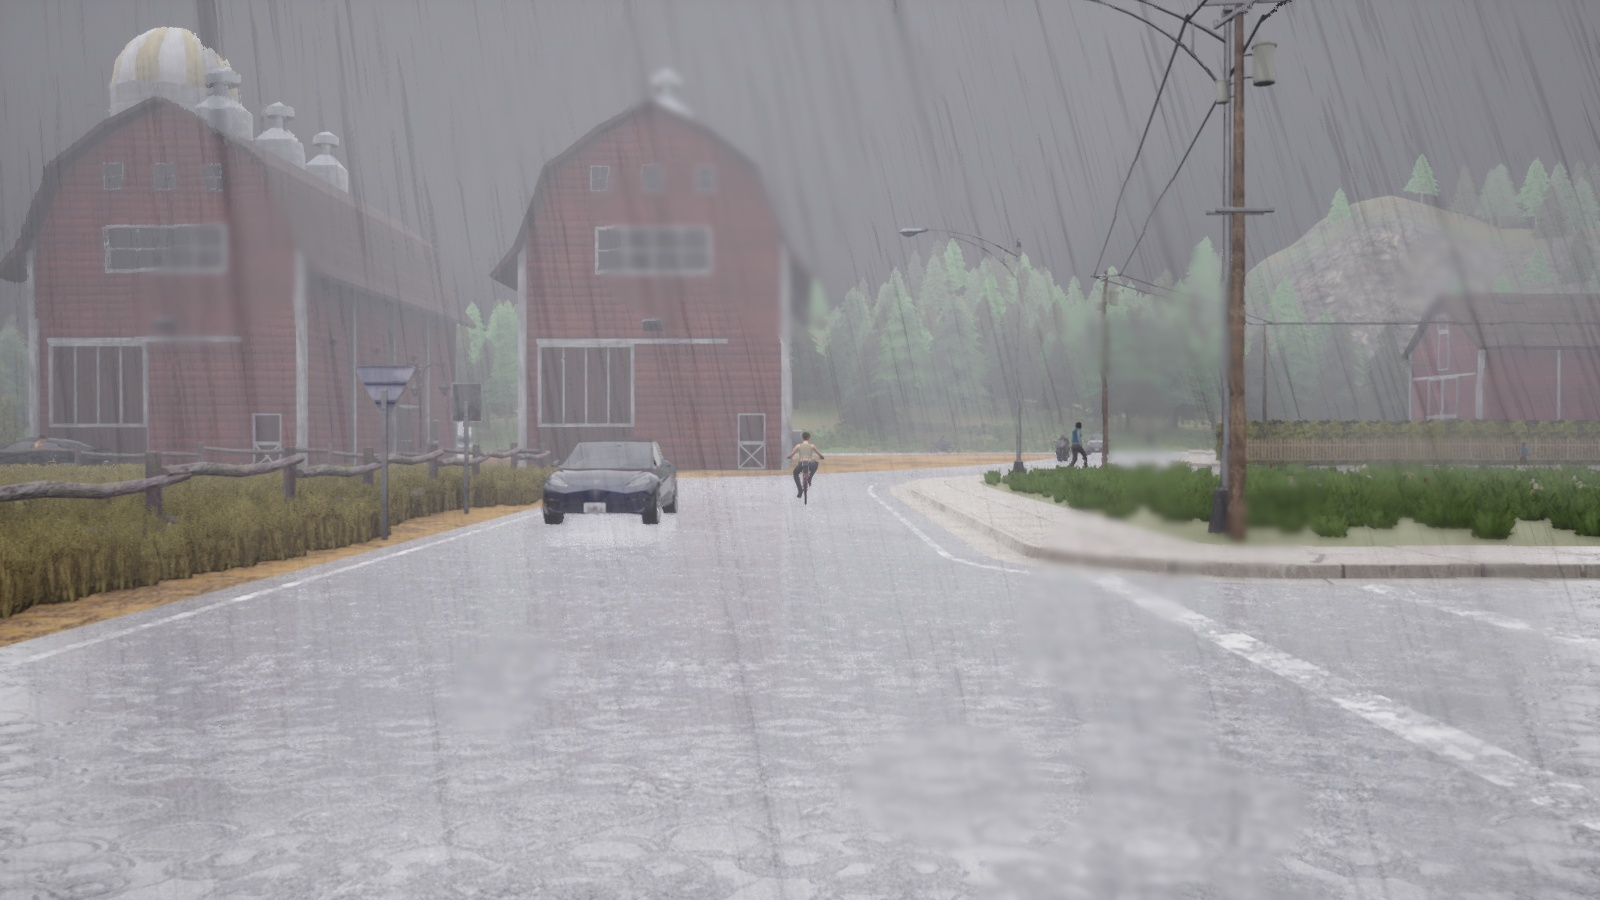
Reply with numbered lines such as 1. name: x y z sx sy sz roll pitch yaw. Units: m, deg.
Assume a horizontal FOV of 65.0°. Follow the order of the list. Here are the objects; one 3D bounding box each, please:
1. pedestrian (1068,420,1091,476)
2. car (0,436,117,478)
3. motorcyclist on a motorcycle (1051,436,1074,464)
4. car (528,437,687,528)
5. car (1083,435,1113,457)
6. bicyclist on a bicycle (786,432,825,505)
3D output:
1. pedestrian: 9.776 -0.081 43.948 0.692 1.930 0.396 0 1 -24
2. car: -28.040 0.241 45.966 5.008 1.535 1.882 0 1 -3
3. motorcyclist on a motorcycle: 14.415 -0.027 68.940 0.866 1.530 2.191 0 1 23
4. car: -3.378 0.512 23.026 2.163 1.488 4.792 0 1 0
5. car: 20.996 -0.316 88.364 1.845 1.501 3.633 0 1 17
6. bicyclist on a bicycle: 0.128 0.397 28.532 0.866 1.612 1.509 0 1 0
